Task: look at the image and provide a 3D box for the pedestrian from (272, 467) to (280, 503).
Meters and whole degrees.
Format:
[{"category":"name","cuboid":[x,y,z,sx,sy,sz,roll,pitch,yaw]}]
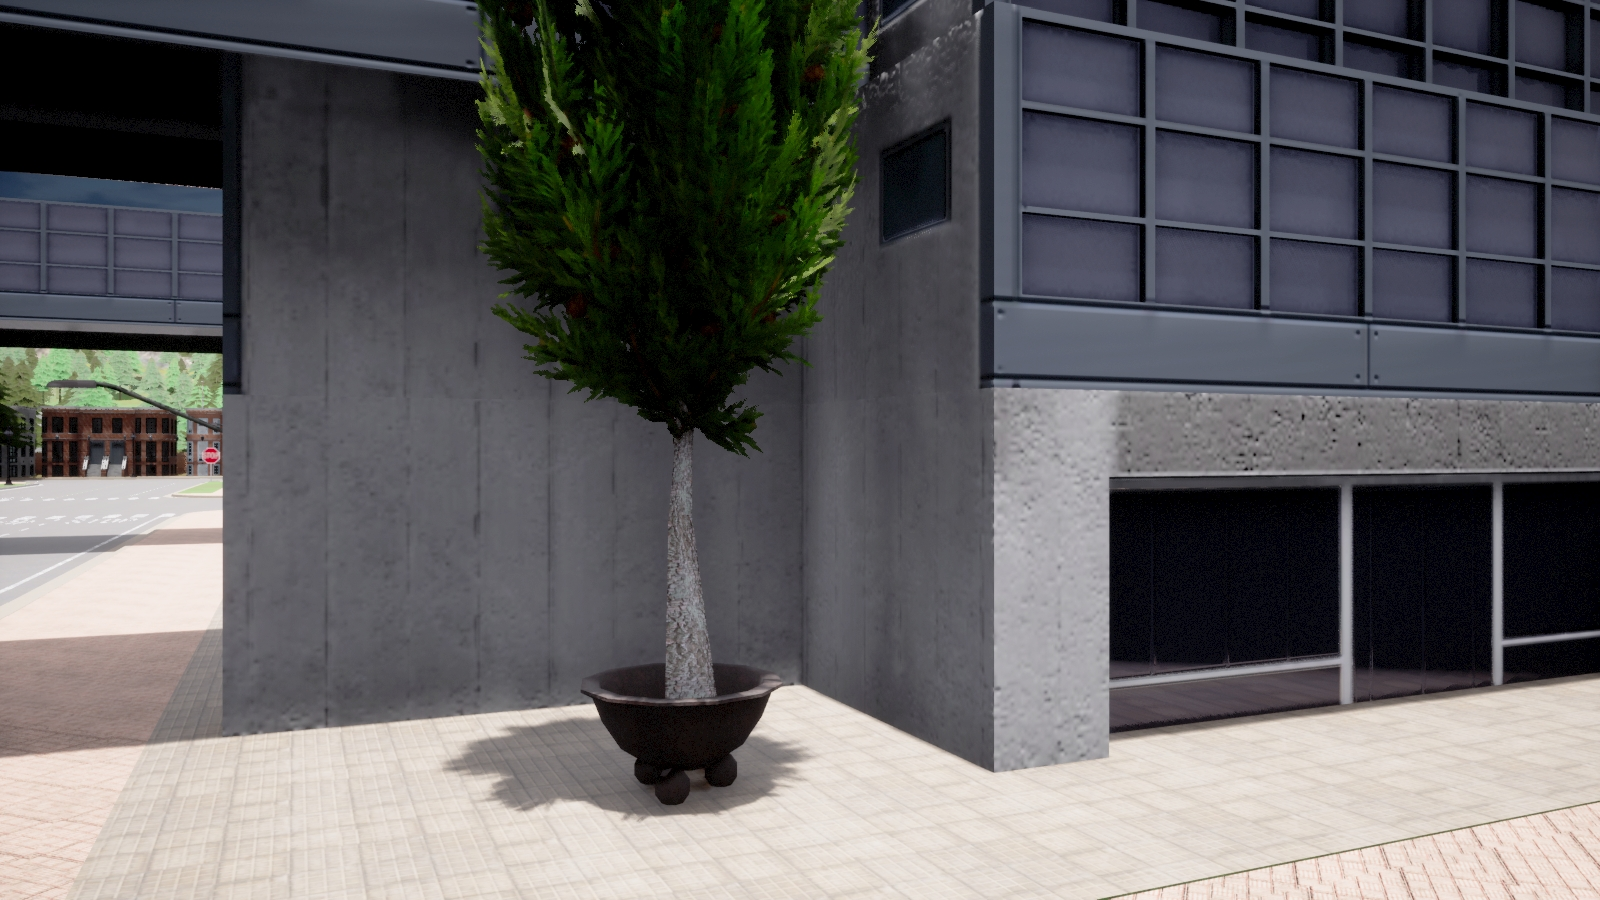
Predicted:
[{"category":"pedestrian","cuboid":[-27.434,1.849,59.788,0.375,1.860,0.375,0,0,-24]}]
